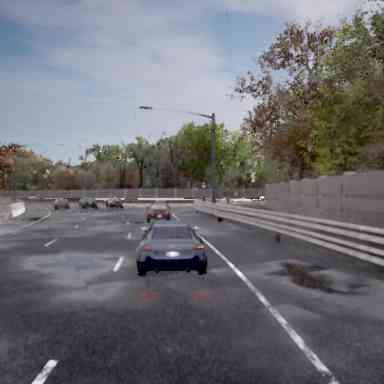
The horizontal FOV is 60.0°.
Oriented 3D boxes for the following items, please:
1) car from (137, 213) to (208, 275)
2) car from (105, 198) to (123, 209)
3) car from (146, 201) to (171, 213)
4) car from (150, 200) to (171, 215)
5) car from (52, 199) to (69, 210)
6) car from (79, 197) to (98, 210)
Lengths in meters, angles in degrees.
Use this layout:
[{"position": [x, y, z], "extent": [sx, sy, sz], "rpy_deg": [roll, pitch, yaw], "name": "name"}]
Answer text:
[{"position": [-0.690, 1.600, 10.684], "extent": [1.994, 1.385, 4.181], "rpy_deg": [0, 0, -5], "name": "car"}, {"position": [-11.447, 1.702, 48.631], "extent": [1.837, 1.490, 4.892], "rpy_deg": [0, 0, -25], "name": "car"}, {"position": [-2.705, 1.620, 26.889], "extent": [1.812, 1.442, 4.674], "rpy_deg": [0, 0, -8], "name": "car"}, {"position": [-3.443, 1.694, 37.317], "extent": [1.994, 1.385, 4.181], "rpy_deg": [0, 0, 0], "name": "car"}, {"position": [-19.071, 1.717, 48.202], "extent": [2.128, 1.511, 4.902], "rpy_deg": [0, 0, -28], "name": "car"}, {"position": [-15.030, 1.561, 47.976], "extent": [2.097, 1.767, 4.553], "rpy_deg": [0, 0, -26], "name": "car"}]
